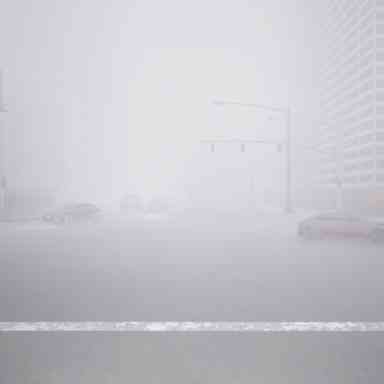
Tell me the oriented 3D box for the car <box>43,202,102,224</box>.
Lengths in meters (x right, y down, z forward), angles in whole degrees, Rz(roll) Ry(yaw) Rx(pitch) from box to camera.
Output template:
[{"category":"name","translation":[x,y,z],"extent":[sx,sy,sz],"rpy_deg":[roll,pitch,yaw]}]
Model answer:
[{"category":"car","translation":[-8.753,1.506,24.770],"extent":[1.837,1.490,4.892],"rpy_deg":[1,0,24]}]

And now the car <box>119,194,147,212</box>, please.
[{"category":"car","translation":[-7.178,1.222,40.072],"extent":[2.150,2.045,5.566],"rpy_deg":[0,0,0]}]

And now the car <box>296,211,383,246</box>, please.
[{"category":"car","translation":[6.921,1.564,15.182],"extent":[4.181,1.385,1.994],"rpy_deg":[0,0,21]}]

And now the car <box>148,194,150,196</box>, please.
[{"category":"car","translation":[-7.175,1.547,62.886],"extent":[2.033,1.411,5.357],"rpy_deg":[0,0,0]}]

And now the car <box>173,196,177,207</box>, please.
[{"category":"car","translation":[-3.687,1.354,47.775],"extent":[2.097,1.767,4.553],"rpy_deg":[0,0,0]}]

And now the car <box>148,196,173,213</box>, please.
[{"category":"car","translation":[-3.672,1.491,37.557],"extent":[2.128,1.511,4.902],"rpy_deg":[0,0,0]}]

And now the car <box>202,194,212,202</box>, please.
[{"category":"car","translation":[3.360,1.355,74.675],"extent":[2.097,1.767,4.553],"rpy_deg":[0,0,0]}]

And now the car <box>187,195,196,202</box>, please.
[{"category":"car","translation":[-0.143,1.381,74.524],"extent":[1.994,1.385,4.181],"rpy_deg":[0,0,0]}]

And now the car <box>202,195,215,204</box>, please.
[{"category":"car","translation":[3.473,1.525,64.772],"extent":[1.812,1.442,4.674],"rpy_deg":[0,0,0]}]

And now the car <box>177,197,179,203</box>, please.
[{"category":"car","translation":[-3.636,1.564,68.092],"extent":[1.994,1.385,4.181],"rpy_deg":[0,0,0]}]

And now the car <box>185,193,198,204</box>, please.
[{"category":"car","translation":[-0.122,1.221,63.853],"extent":[2.150,2.045,5.566],"rpy_deg":[0,0,0]}]
